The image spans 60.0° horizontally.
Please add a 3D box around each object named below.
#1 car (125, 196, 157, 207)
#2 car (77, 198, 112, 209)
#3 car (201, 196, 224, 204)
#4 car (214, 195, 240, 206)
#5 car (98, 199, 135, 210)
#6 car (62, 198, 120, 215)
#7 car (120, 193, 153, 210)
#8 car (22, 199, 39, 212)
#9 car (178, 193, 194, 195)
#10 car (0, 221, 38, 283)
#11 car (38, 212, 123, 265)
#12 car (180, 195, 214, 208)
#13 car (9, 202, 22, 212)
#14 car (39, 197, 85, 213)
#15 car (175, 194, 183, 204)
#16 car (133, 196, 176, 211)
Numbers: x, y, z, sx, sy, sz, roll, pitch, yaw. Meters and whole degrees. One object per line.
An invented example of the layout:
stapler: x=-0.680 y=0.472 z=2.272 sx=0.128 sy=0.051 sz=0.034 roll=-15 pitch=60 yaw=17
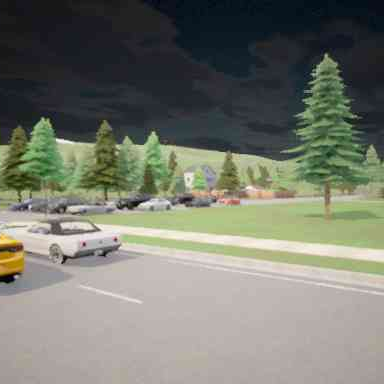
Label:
car: x=-7.994 y=1.452 z=52.541 sx=2.128 sy=1.511 sz=4.902 roll=0 pitch=0 yaw=36
car: x=-13.260 y=1.525 z=45.358 sx=1.994 sy=1.385 sz=4.181 roll=0 pitch=0 yaw=36
car: x=3.913 y=1.457 z=62.770 sx=2.128 sy=1.511 sz=4.902 roll=0 pitch=0 yaw=37
car: x=5.950 y=1.326 z=53.794 sx=2.097 sy=1.767 sz=4.553 roll=0 pitch=0 yaw=36
car: x=-9.935 y=1.565 z=43.978 sx=1.895 sy=1.301 sz=4.718 roll=0 pitch=0 yaw=36
car: x=-9.750 y=1.573 z=32.373 sx=1.895 sy=1.301 sz=4.718 roll=0 pitch=0 yaw=36
car: x=-7.073 y=1.190 z=41.964 sx=2.150 sy=2.045 sz=5.566 roll=0 pitch=0 yaw=36
car: x=-15.409 y=1.456 z=36.497 sx=2.128 sy=1.511 sz=4.902 roll=0 pitch=0 yaw=36
car: x=-1.619 y=1.182 z=61.165 sx=2.150 sy=2.045 sz=5.566 roll=0 pitch=0 yaw=37
car: x=-6.220 y=1.467 z=8.425 sx=5.008 sy=1.535 sz=1.882 roll=0 pitch=0 yaw=36
car: x=-4.708 y=1.590 z=11.647 sx=4.718 sy=1.301 sz=1.895 roll=0 pitch=0 yaw=35
car: x=0.812 y=1.536 z=46.790 sx=1.994 sy=1.385 sz=4.181 roll=0 pitch=0 yaw=37
car: x=-18.426 y=1.486 z=38.301 sx=1.812 sy=1.442 sz=4.674 roll=0 pitch=0 yaw=36
car: x=-12.725 y=1.320 z=34.236 sx=2.097 sy=1.767 sz=4.553 roll=0 pitch=0 yaw=36
car: x=-4.232 y=1.512 z=51.756 sx=2.033 sy=1.411 sz=5.357 roll=0 pitch=0 yaw=36
car: x=-4.360 y=1.498 z=39.735 sx=1.812 sy=1.442 sz=4.674 roll=0 pitch=0 yaw=36
